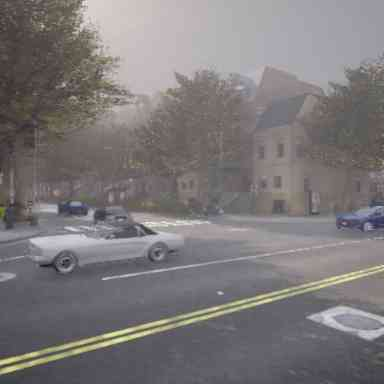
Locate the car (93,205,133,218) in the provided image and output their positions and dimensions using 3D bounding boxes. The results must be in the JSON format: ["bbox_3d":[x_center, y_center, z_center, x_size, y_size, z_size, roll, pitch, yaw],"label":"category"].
[{"bbox_3d":[-5.575,1.634,23.377,1.994,1.385,4.181,1,0,-29],"label":"car"}]

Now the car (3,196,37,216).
[{"bbox_3d":[-19.139,1.526,36.939,2.231,1.521,4.892,1,0,-35],"label":"car"}]

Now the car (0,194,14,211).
[{"bbox_3d":[-26.957,1.279,49.006,2.435,2.045,5.566,1,0,-35],"label":"car"}]

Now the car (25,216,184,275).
[{"bbox_3d":[-2.690,1.631,10.673,4.718,1.301,1.895,1,0,-36],"label":"car"}]

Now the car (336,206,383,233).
[{"bbox_3d":[11.397,1.644,21.159,5.008,1.535,1.882,0,0,-27],"label":"car"}]

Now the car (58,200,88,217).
[{"bbox_3d":[-11.683,1.550,32.519,1.882,1.535,5.008,1,0,-35],"label":"car"}]
